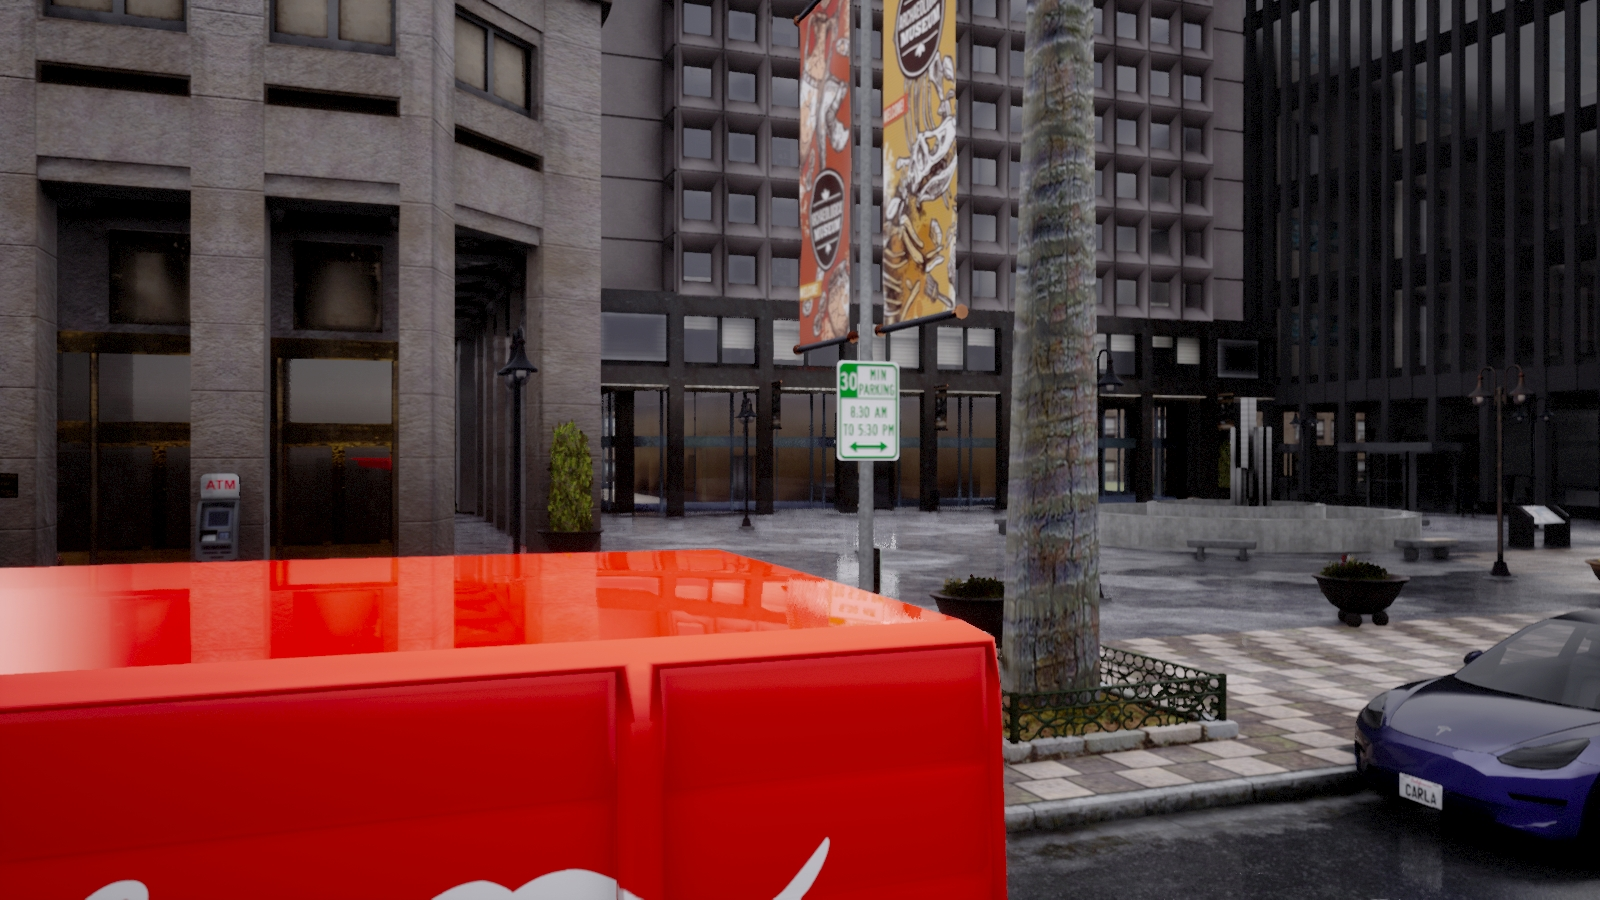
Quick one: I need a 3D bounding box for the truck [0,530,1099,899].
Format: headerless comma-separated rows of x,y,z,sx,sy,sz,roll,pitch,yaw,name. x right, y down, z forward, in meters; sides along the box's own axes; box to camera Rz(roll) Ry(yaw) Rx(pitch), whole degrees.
-2.335,1.564,2.465,5.204,2.467,2.627,0,0,-20,truck
